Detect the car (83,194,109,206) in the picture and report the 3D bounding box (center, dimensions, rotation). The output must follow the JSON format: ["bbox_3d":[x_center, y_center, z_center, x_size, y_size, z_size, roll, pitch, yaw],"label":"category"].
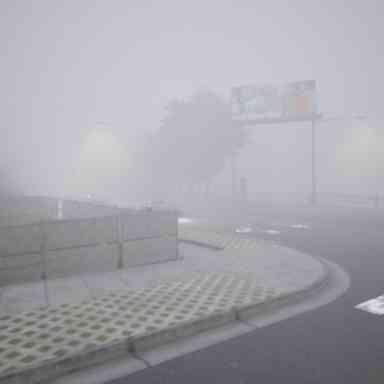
[{"bbox_3d":[-11.635,0.910,39.978,2.033,1.411,5.357,-1,2,-32],"label":"car"}]

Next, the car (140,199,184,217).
[{"bbox_3d":[-2.379,1.213,25.566,1.994,1.385,4.181,-1,2,-34],"label":"car"}]
